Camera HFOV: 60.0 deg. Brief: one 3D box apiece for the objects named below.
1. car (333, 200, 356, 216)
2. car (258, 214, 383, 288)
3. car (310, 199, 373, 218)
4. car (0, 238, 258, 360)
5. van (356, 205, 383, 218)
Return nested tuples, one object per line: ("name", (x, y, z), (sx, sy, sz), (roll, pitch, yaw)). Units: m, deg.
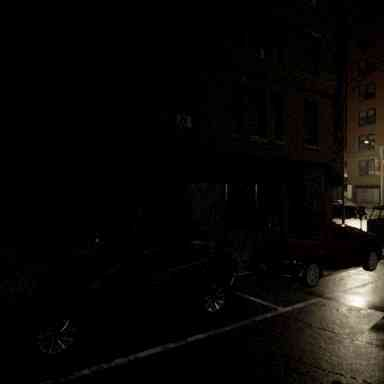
("car", (11.940, 1.584, 27.793), (1.895, 1.301, 4.718), (0, 0, -36))
("car", (3.522, 1.544, 9.234), (4.507, 1.381, 1.887), (0, 0, -35))
("car", (13.759, 1.488, 30.819), (2.128, 1.511, 4.902), (0, 0, -36))
("car", (-1.099, 1.566, 5.967), (4.313, 1.339, 1.947), (0, 0, -35))
("van", (8.145, 1.338, 12.500), (3.998, 1.788, 1.690), (0, 0, -35))
